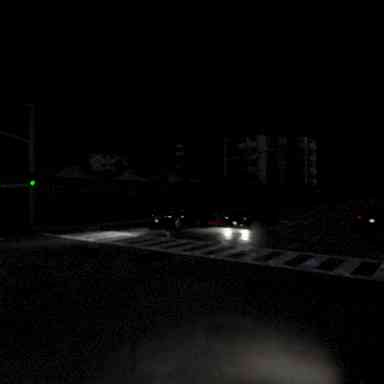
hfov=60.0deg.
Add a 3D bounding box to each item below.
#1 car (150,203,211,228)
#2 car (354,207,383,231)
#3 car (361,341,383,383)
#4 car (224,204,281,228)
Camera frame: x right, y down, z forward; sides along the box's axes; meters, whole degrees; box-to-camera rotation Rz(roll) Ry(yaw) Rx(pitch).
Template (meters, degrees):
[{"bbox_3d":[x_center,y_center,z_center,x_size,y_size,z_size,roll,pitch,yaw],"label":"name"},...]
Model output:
[{"bbox_3d":[-0.655,1.484,22.110,2.128,1.511,4.902,0,0,38],"label":"car"},{"bbox_3d":[11.160,1.563,19.986,1.994,1.385,4.181,0,0,37],"label":"car"},{"bbox_3d":[3.460,1.508,1.523,4.892,1.490,1.837,1,0,35],"label":"car"},{"bbox_3d":[4.281,1.542,22.768,2.033,1.411,5.357,0,0,38],"label":"car"}]
